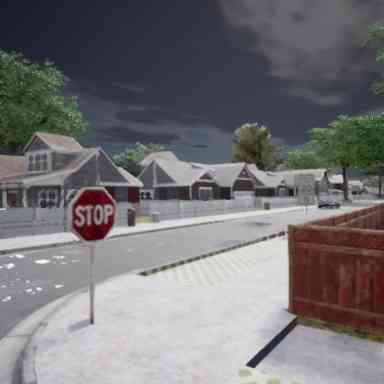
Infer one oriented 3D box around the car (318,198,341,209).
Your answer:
[{"bbox_3d":[18.164,1.492,43.892,2.033,1.411,5.357,-1,0,36],"label":"car"}]
